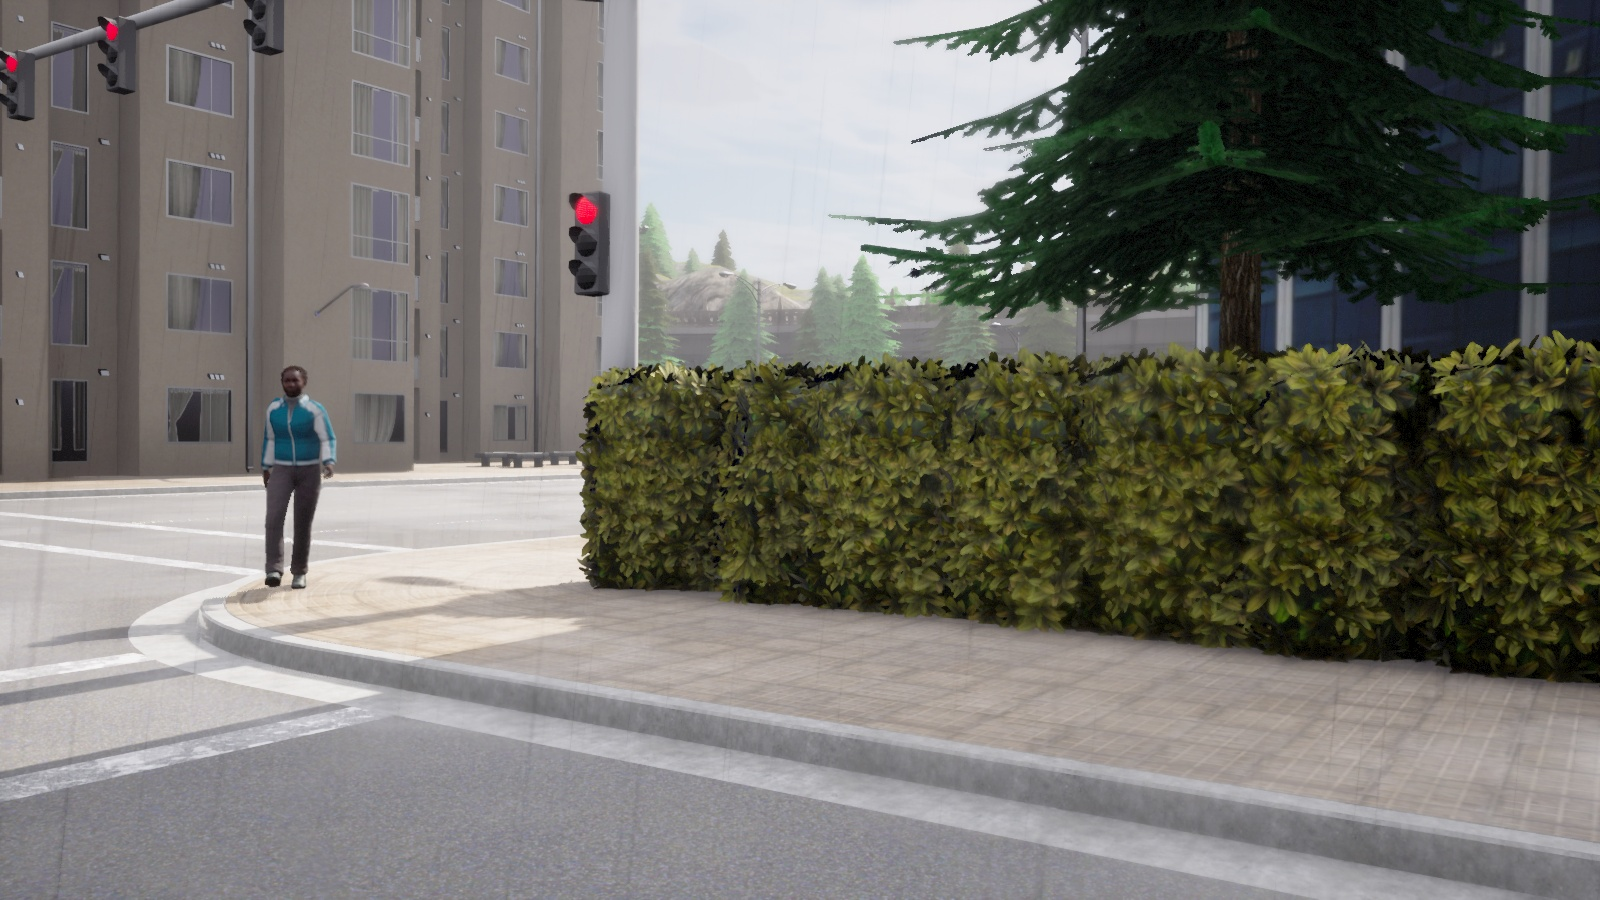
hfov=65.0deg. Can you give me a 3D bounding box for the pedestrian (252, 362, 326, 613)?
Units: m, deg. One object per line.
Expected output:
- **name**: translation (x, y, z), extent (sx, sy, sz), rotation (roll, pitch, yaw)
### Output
- **pedestrian**: translation (-4.071, 0.284, 10.036), extent (0.396, 1.930, 0.692), rotation (-1, 1, -11)
